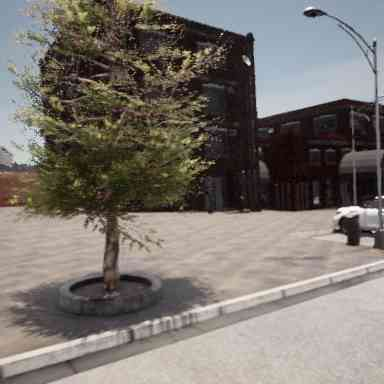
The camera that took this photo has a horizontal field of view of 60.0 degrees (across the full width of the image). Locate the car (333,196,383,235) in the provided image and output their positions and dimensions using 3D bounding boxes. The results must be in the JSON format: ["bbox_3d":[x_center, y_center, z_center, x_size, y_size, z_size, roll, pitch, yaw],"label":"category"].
[{"bbox_3d":[9.727,1.150,15.974,2.435,2.045,5.566,0,0,-35],"label":"car"}]
